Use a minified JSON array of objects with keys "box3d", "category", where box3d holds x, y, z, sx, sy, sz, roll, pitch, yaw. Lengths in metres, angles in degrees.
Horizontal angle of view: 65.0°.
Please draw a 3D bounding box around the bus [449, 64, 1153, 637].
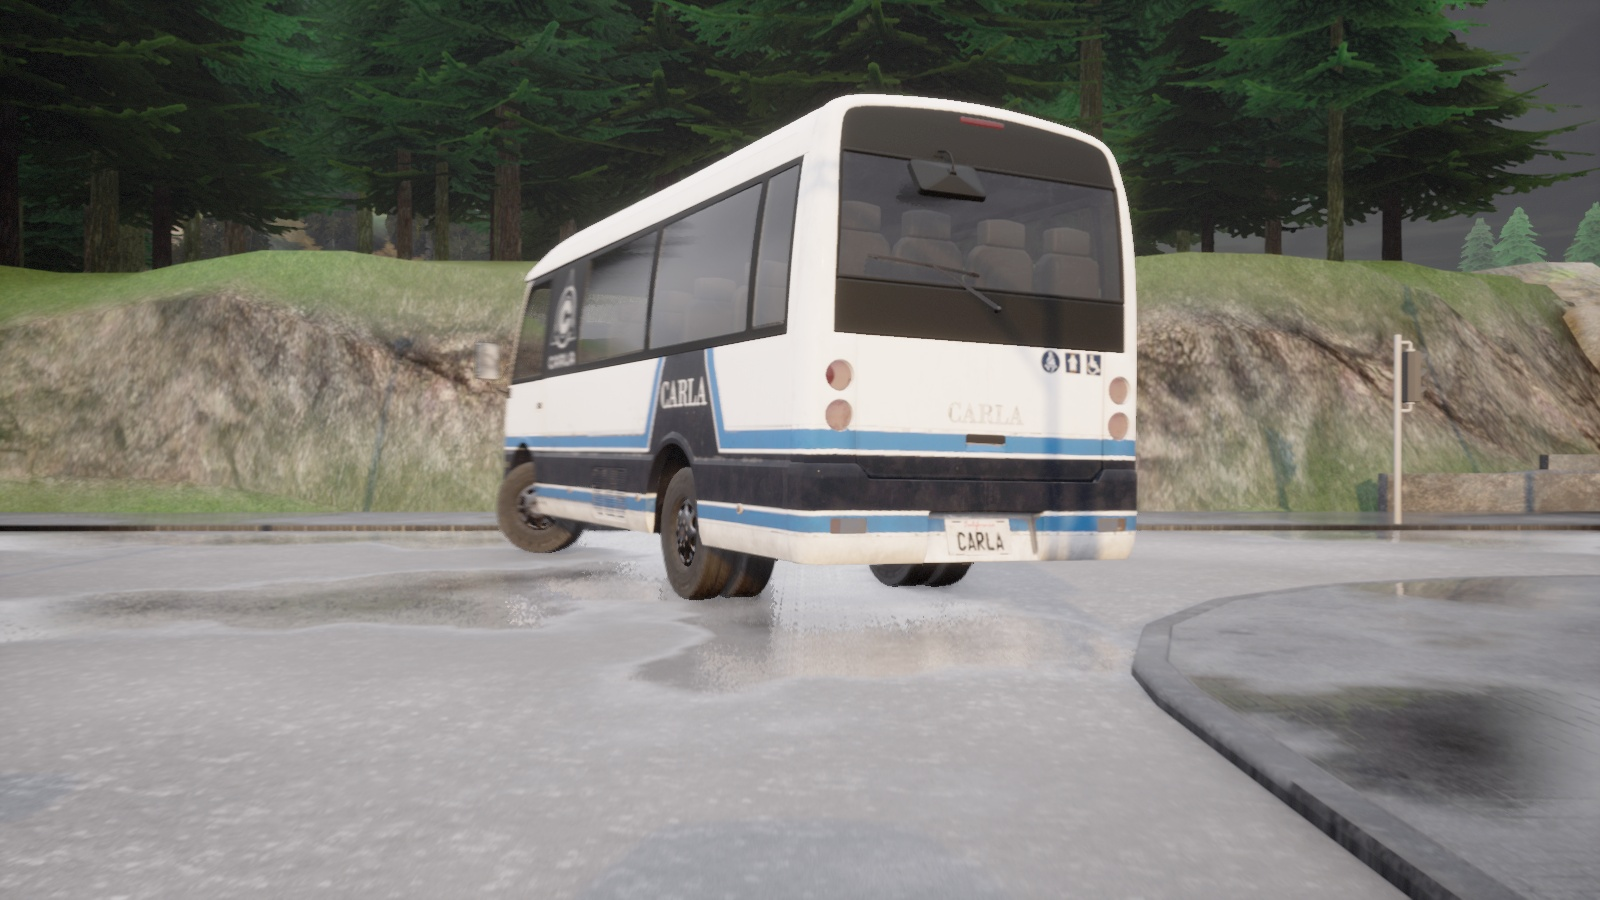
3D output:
[{"box3d":[-1.016,-0.715,14.782,3.944,4.253,10.273,2,-1,-27],"category":"bus"}]
